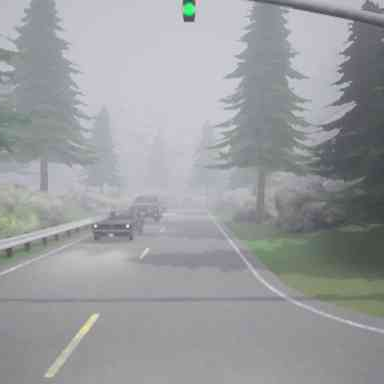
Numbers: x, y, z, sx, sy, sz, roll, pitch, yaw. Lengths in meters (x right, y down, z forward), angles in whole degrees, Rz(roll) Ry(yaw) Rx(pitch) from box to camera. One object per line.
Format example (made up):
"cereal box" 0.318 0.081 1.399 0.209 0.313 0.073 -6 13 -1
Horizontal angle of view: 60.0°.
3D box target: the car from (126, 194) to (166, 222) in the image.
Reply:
"car" -3.585 1.227 26.921 2.150 2.045 5.566 0 0 -1

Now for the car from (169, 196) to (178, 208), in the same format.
"car" -3.914 1.357 47.684 2.097 1.767 4.553 0 0 -35

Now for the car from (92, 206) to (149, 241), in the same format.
"car" -3.594 1.607 17.013 1.895 1.301 4.718 0 0 0

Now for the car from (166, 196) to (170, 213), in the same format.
"car" -3.873 1.510 37.351 1.837 1.490 4.892 0 0 -8
